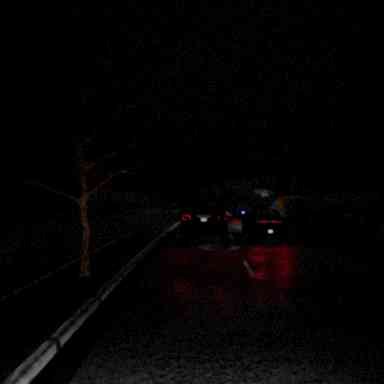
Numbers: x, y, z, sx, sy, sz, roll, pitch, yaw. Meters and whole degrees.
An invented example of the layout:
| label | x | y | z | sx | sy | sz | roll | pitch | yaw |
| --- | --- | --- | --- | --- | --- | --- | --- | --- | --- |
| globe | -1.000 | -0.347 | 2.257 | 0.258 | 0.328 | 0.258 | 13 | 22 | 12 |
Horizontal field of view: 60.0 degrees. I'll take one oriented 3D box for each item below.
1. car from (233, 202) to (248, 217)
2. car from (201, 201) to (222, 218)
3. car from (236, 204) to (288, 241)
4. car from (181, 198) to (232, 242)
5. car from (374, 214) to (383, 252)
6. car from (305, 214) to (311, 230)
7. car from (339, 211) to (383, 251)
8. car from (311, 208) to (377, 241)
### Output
| label | x | y | z | sx | sy | sz | roll | pitch | yaw |
| --- | --- | --- | --- | --- | --- | --- | --- | --- | --- |
| car | 5.092 | 1.768 | 33.718 | 1.812 | 1.442 | 4.674 | 0 | -1 | 6 |
| car | 2.025 | 1.717 | 33.227 | 1.837 | 1.490 | 4.892 | 0 | -1 | 6 |
| car | 3.716 | 1.596 | 17.554 | 2.128 | 1.511 | 4.902 | 0 | 0 | 3 |
| car | 0.670 | 1.309 | 17.013 | 2.150 | 2.045 | 5.566 | 0 | 0 | 3 |
| car | 8.237 | 1.544 | 9.721 | 5.008 | 1.535 | 2.097 | 1 | -1 | -17 |
| car | 8.710 | 1.642 | 18.583 | 4.792 | 1.488 | 2.163 | 1 | -1 | -16 |
| car | 8.363 | 1.606 | 12.668 | 4.674 | 1.452 | 2.002 | 1 | 0 | -17 |
| car | 8.499 | 1.589 | 15.624 | 4.892 | 1.521 | 2.231 | 1 | -1 | -16 |
